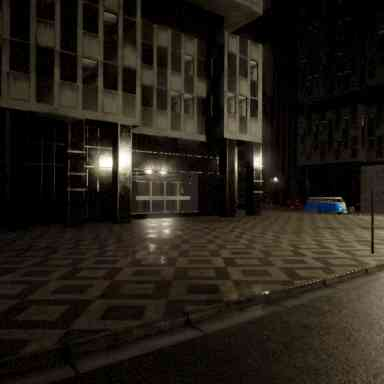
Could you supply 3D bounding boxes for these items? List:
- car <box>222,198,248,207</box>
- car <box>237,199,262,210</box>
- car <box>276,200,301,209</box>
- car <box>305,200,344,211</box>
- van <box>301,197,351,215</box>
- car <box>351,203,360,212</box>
[{"bbox_3d":[7.423,1.840,57.643,1.752,1.417,4.829,0,0,-36],"label":"car"},{"bbox_3d":[7.164,1.706,43.350,1.887,1.381,4.507,0,0,-36],"label":"car"},{"bbox_3d":[14.093,1.819,48.315,1.802,1.307,4.206,0,0,-36],"label":"car"},{"bbox_3d":[17.378,1.749,43.720,2.008,1.369,4.403,0,0,-36],"label":"car"},{"bbox_3d":[13.734,1.425,34.161,1.690,1.788,3.998,0,0,-36],"label":"van"},{"bbox_3d":[20.664,1.725,39.125,1.947,1.339,4.313,0,0,-36],"label":"car"}]
